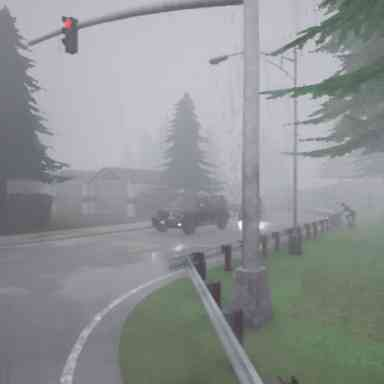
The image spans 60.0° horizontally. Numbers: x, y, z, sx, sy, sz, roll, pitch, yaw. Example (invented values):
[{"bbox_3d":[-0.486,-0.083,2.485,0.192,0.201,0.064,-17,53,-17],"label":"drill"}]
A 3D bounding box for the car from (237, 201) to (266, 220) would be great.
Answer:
[{"bbox_3d":[5.124,1.456,27.796,1.837,1.490,4.892,0,0,16],"label":"car"}]

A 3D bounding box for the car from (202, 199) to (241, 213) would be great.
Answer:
[{"bbox_3d":[3.306,1.506,37.684,1.994,1.385,4.181,0,0,-44],"label":"car"}]

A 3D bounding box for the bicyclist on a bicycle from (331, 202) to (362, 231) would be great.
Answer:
[{"bbox_3d":[8.833,1.418,19.079,1.656,1.620,0.582,-1,1,36],"label":"bicyclist on a bicycle"}]

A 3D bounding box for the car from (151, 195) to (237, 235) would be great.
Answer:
[{"bbox_3d":[0.119,1.179,19.092,2.150,2.045,5.566,0,0,36],"label":"car"}]
